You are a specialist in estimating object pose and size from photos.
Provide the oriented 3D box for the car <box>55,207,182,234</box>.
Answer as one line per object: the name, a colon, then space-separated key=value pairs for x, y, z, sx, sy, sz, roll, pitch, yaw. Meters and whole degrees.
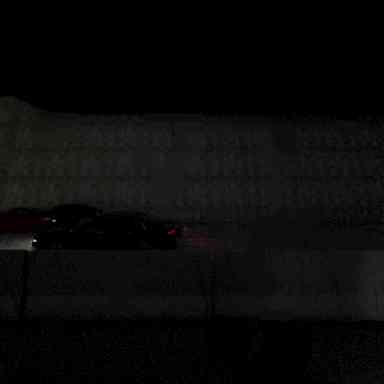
car: x=-3.117 y=1.561 z=15.077 sx=5.357 sy=1.411 sz=2.033 roll=0 pitch=0 yaw=-1

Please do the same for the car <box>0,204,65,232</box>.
car: x=-9.676 y=1.571 z=18.513 sx=4.181 sy=1.385 sz=1.994 roll=0 pitch=0 yaw=-1

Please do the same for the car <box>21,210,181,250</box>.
car: x=-2.954 y=1.514 z=11.579 sx=4.892 sy=1.490 sz=1.837 roll=0 pitch=0 yaw=-1

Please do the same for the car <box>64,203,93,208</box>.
car: x=-8.270 y=1.519 z=22.028 sx=4.892 sy=1.490 sz=1.837 roll=0 pitch=0 yaw=-1
